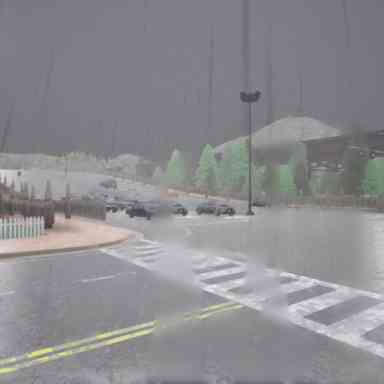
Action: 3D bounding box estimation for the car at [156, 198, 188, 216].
[{"bbox_3d":[-2.202,1.555,31.902,1.994,1.385,4.181,0,0,-37],"label":"car"}]

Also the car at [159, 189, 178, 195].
[{"bbox_3d":[-4.580,0.066,64.406,1.882,1.535,5.008,0,7,-37],"label":"car"}]

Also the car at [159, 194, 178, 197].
[{"bbox_3d":[-3.206,1.423,39.010,1.882,1.535,5.008,0,1,-37],"label":"car"}]

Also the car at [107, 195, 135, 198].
[{"bbox_3d":[-8.210,1.412,39.818,1.994,1.385,4.181,0,2,-37],"label":"car"}]

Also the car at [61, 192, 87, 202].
[{"bbox_3d":[-16.101,0.904,44.468,1.837,1.490,4.892,0,4,-37],"label":"car"}]

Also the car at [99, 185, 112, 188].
[{"bbox_3d":[-15.455,0.169,55.345,1.837,1.490,4.892,0,6,-37],"label":"car"}]

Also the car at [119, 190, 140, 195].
[{"bbox_3d":[-9.324,1.007,47.112,1.882,1.535,5.008,0,4,-37],"label":"car"}]

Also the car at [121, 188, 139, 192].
[{"bbox_3d":[-11.517,-0.064,61.984,1.895,1.301,4.718,0,7,-37],"label":"car"}]

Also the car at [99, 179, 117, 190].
[{"bbox_3d":[-17.640,-1.706,70.007,2.150,2.045,5.566,0,7,-37],"label":"car"}]

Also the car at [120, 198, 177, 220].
[{"bbox_3d":[-3.832,1.543,28.257,2.033,1.411,5.357,0,0,-37],"label":"car"}]

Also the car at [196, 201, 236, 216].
[{"bbox_3d":[2.215,1.557,31.874,1.994,1.385,4.181,0,0,-37],"label":"car"}]

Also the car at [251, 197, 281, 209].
[{"bbox_3d":[9.815,1.474,45.339,2.128,1.511,4.902,0,0,-37],"label":"car"}]

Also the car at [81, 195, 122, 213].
[{"bbox_3d":[-9.909,1.450,36.262,2.033,1.411,5.357,0,2,-37],"label":"car"}]

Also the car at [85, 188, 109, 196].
[{"bbox_3d":[-14.242,0.635,47.823,2.097,1.767,4.553,0,4,-37],"label":"car"}]
